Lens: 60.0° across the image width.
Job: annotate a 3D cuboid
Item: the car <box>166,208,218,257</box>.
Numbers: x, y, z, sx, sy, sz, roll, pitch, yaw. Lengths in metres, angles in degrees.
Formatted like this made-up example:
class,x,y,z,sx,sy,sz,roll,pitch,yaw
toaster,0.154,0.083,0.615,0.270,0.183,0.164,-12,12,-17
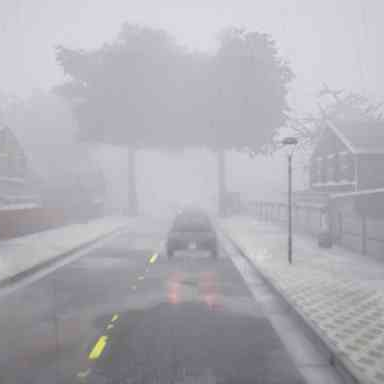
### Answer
class,x,y,z,sx,sy,sz,roll,pitch,yaw
car,0.026,1.630,13.509,2.128,1.511,4.902,0,0,0

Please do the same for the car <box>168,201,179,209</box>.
class,x,y,z,sx,sy,sz,roll,pitch,yaw
car,-2.736,2.151,53.702,1.882,1.535,5.008,0,-1,1

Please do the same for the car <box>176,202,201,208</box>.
class,x,y,z,sx,sy,sz,roll,pitch,yaw
car,0.037,1.810,28.522,2.128,1.511,4.902,0,-1,0
